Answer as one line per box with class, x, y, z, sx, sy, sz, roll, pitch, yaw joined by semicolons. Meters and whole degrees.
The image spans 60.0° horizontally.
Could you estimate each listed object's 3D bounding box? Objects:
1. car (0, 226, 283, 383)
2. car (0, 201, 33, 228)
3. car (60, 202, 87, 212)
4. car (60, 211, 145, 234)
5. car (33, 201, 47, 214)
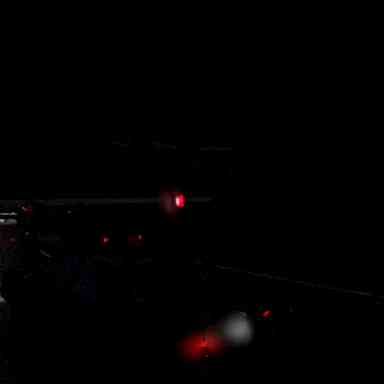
car;-1.297;1.579;5.394;5.357;1.411;2.033;0;0;43
car;-12.608;1.598;23.011;2.128;1.511;4.902;0;0;-20
car;-11.192;1.641;31.628;1.882;1.535;5.008;0;0;-10
car;-3.791;1.675;13.455;1.895;1.301;4.718;0;0;-37
car;-18.520;1.748;38.441;1.994;1.385;4.181;0;0;0
